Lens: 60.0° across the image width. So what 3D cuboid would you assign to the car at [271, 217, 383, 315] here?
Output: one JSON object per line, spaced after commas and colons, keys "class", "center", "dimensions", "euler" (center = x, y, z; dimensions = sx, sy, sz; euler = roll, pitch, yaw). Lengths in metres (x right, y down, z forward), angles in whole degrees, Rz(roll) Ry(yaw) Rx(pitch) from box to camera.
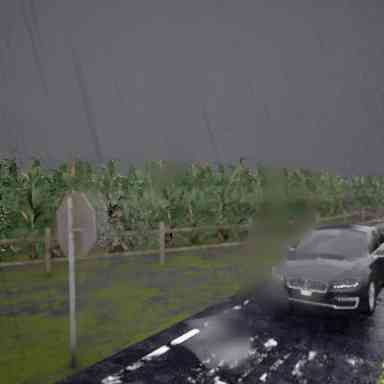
{"class": "car", "center": [3.559, 1.568, 7.909], "dimensions": [1.837, 1.490, 4.892], "euler": [-2, -1, 38]}
